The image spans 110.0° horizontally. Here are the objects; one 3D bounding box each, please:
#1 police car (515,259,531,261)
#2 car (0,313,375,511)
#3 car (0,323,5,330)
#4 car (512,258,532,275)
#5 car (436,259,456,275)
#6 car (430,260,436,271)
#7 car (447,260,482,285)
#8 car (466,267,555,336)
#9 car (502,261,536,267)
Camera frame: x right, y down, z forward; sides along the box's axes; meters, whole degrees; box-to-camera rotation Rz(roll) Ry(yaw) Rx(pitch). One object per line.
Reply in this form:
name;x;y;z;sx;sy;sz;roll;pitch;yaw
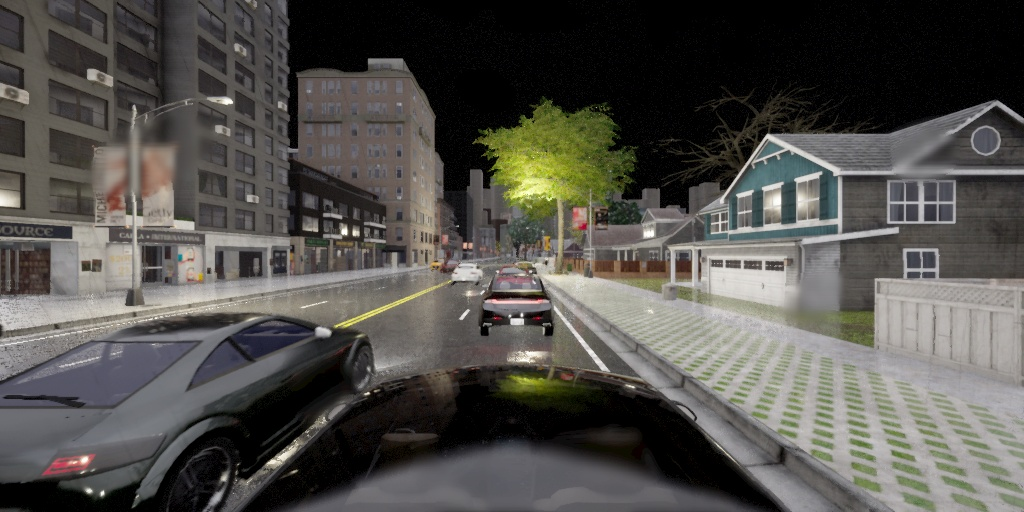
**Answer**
police car;1.008;1.155;29.590;1.930;1.638;5.238;0;0;0
car;-3.146;1.313;3.962;1.994;1.385;4.181;0;0;0
car;-9.846;1.255;4.155;1.837;1.490;4.892;0;0;0
car;1.019;1.068;39.450;2.097;1.767;4.553;0;0;0
car;-6.555;1.195;39.024;1.882;1.535;5.008;0;0;0
car;-9.794;1.182;48.768;1.882;1.535;5.008;0;0;0
car;-3.121;1.261;25.509;1.812;1.442;4.674;0;0;0
car;0.113;1.239;10.357;2.128;1.511;4.902;0;0;0
car;0.122;1.219;19.860;1.882;1.535;5.008;0;0;0
